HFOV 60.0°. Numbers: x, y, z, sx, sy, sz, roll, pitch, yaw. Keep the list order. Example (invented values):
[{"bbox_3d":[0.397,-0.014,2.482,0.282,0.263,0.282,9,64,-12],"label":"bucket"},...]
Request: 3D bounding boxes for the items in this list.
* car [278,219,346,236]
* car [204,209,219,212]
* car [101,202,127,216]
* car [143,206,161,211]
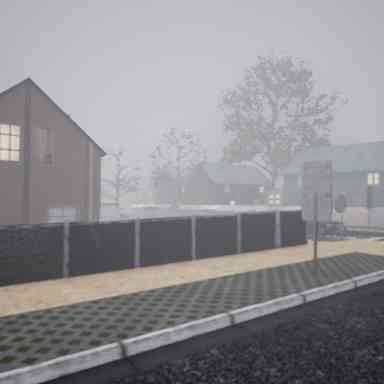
[{"bbox_3d":[7.321,1.928,21.090,1.812,1.442,4.674,1,-2,-35],"label":"car"},{"bbox_3d":[1.597,2.207,29.174,1.994,1.385,4.181,1,-2,-35],"label":"car"},{"bbox_3d":[-11.300,2.416,47.487,2.150,2.045,5.566,1,-2,-35],"label":"car"},{"bbox_3d":[-4.430,2.403,37.676,1.837,1.490,4.892,1,-2,-36],"label":"car"}]
